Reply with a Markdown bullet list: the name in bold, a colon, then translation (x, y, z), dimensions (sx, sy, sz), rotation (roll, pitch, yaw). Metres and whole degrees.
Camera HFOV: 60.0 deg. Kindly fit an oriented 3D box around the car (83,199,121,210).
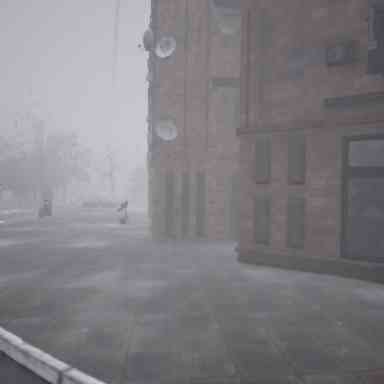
- **car**: translation (-10.912, 1.521, 40.945), dimensions (1.895, 1.301, 4.718), rotation (1, -3, 39)
